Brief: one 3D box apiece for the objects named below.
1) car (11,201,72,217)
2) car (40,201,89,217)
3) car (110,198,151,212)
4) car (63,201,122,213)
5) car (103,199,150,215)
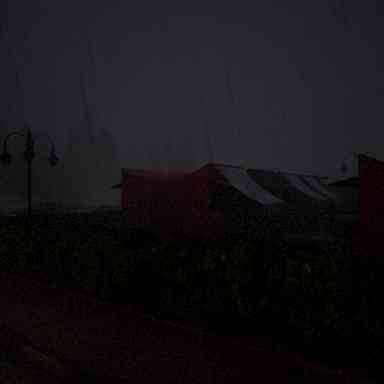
[{"bbox_3d":[-12.427,1.560,27.798,1.837,1.490,4.892,0,0,36],"label":"car"},{"bbox_3d":[-12.710,1.619,33.366,1.994,1.385,4.181,0,0,36],"label":"car"},{"bbox_3d":[-7.433,1.533,40.645,1.882,1.535,5.008,0,0,36],"label":"car"},{"bbox_3d":[-6.410,1.581,23.830,1.812,1.442,4.674,0,0,36],"label":"car"},{"bbox_3d":[-6.852,1.533,35.487,1.882,1.535,5.008,0,0,36],"label":"car"}]
